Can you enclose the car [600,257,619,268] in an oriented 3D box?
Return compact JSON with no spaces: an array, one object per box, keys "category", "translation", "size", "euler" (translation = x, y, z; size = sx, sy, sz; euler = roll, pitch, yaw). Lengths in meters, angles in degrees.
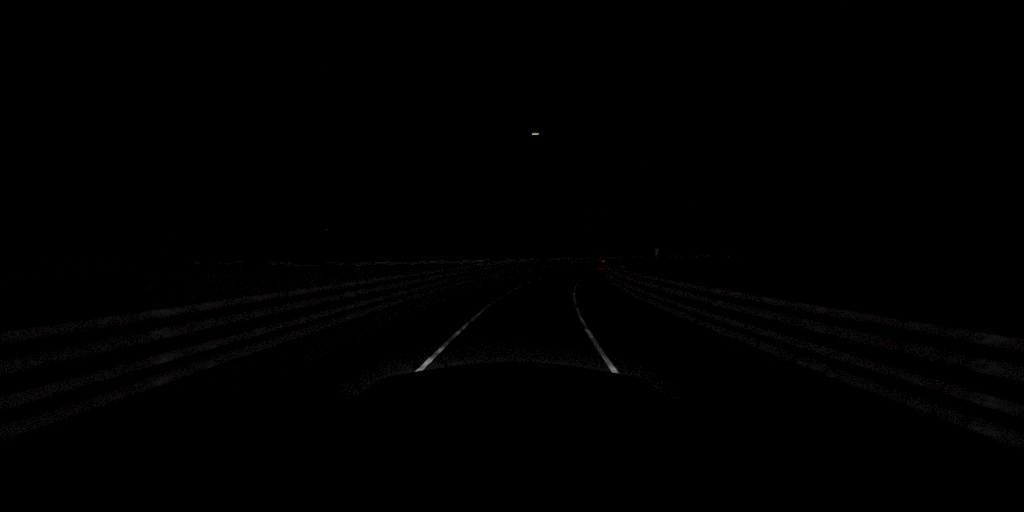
[{"category":"car","translation":[14.568,0.940,53.182],"size":[2.128,1.511,4.902],"euler":[0,1,31]}]
